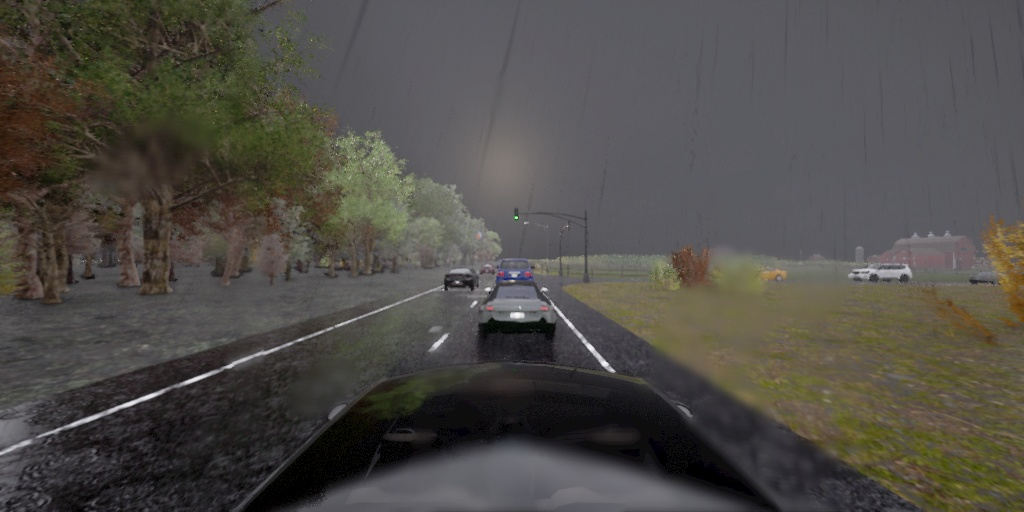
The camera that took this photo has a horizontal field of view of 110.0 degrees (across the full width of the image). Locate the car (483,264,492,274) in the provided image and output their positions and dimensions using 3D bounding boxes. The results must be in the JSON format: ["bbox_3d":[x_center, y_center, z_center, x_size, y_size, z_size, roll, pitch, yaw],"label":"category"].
[{"bbox_3d":[-3.256,1.783,48.979,1.812,1.442,4.674,0,-1,0],"label":"car"}]

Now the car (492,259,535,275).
[{"bbox_3d":[0.240,1.198,22.489,2.150,2.045,5.566,0,0,2],"label":"car"}]

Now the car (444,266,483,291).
[{"bbox_3d":[-3.327,1.473,24.373,1.882,1.535,5.008,0,0,0],"label":"car"}]

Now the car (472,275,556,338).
[{"bbox_3d":[0.128,1.409,10.540,1.994,1.385,4.181,0,-1,0],"label":"car"}]

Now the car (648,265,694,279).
[{"bbox_3d":[17.773,1.763,40.205,4.553,1.767,2.097,1,-2,2],"label":"car"}]

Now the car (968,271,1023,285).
[{"bbox_3d":[49.210,2.221,36.286,4.181,1.385,1.994,1,-2,2],"label":"car"}]

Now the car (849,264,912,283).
[{"bbox_3d":[41.061,1.888,39.974,5.566,2.045,2.150,1,-2,0],"label":"car"}]

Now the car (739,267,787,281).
[{"bbox_3d":[27.850,1.999,40.079,5.008,1.535,1.882,1,-2,0],"label":"car"}]
